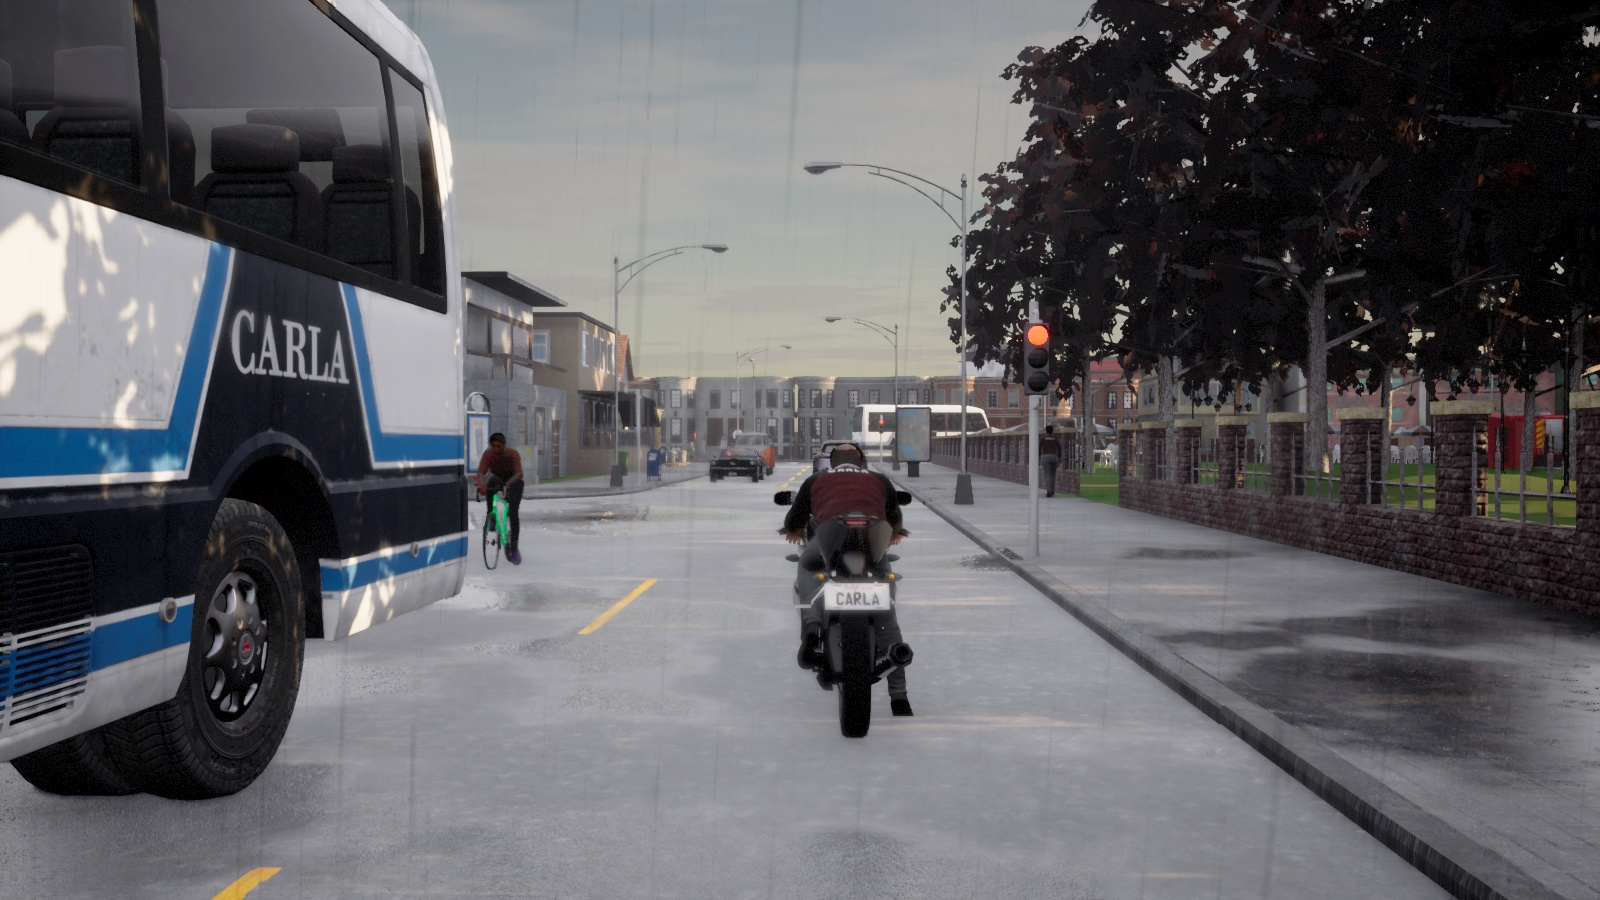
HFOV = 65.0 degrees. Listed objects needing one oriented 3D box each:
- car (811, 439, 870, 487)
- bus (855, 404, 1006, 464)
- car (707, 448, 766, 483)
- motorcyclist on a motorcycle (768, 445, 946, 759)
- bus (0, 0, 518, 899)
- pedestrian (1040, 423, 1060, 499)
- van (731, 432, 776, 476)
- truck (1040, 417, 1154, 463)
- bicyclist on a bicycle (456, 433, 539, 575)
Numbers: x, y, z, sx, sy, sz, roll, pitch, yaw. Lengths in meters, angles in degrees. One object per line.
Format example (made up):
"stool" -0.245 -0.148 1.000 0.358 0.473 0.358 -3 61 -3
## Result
"car" 1.466 0.420 45.585 2.033 1.649 4.856 0 0 2
"bus" 9.446 -1.140 91.628 10.273 4.253 3.944 0 0 -12
"car" -2.426 0.568 49.116 1.895 1.301 4.718 0 0 2
"motorcyclist on a motorcycle" 0.271 0.741 7.237 0.866 1.530 2.191 0 0 0
"bus" -3.933 -0.649 2.775 3.944 4.253 10.273 0 0 2
"pedestrian" 6.392 0.280 32.154 0.402 1.930 0.666 0 0 2
"van" -2.134 0.169 58.141 1.775 1.987 4.442 0 0 2
"truck" 22.212 -0.750 94.248 7.936 3.462 2.891 0 0 2
"bicyclist on a bicycle" -3.604 0.611 15.079 0.582 1.620 1.656 0 0 0
